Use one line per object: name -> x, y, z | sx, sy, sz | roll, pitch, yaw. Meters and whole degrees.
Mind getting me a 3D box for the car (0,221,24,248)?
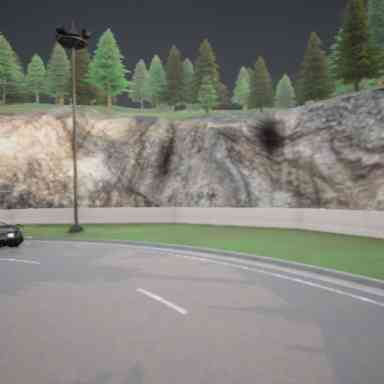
car -> -9.698, 1.871, 14.710 | 4.181, 1.385, 1.994 | -1, -1, 13
